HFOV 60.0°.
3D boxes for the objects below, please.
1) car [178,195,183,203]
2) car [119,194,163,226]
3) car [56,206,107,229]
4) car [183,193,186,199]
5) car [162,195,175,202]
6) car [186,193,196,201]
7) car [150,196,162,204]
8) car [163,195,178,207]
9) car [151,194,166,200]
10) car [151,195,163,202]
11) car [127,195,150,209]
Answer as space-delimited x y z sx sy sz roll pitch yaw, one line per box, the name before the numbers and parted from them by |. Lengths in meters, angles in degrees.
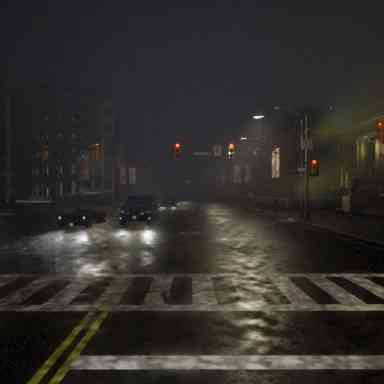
car | -3.497 1.505 69.206 1.837 1.490 4.892 0 0 1
car | -3.574 1.221 23.420 2.150 2.045 5.566 0 0 0
car | -7.075 1.600 21.730 1.895 1.301 4.718 0 0 0
car | -4.129 1.551 86.139 1.994 1.385 4.181 0 0 -29
car | -5.760 1.499 81.048 1.837 1.490 4.892 0 0 -18
car | -1.092 1.224 87.867 2.150 2.045 5.566 0 0 -29
car | -7.030 1.525 64.907 1.812 1.442 4.674 0 0 0
car | -3.542 1.477 51.251 1.882 1.535 5.008 0 0 0
car | -9.515 1.449 94.482 1.837 1.490 4.892 0 0 -43
car | -8.200 1.539 77.163 2.033 1.411 5.357 0 0 -14
car | -7.251 1.351 45.758 2.097 1.767 4.553 0 0 4
